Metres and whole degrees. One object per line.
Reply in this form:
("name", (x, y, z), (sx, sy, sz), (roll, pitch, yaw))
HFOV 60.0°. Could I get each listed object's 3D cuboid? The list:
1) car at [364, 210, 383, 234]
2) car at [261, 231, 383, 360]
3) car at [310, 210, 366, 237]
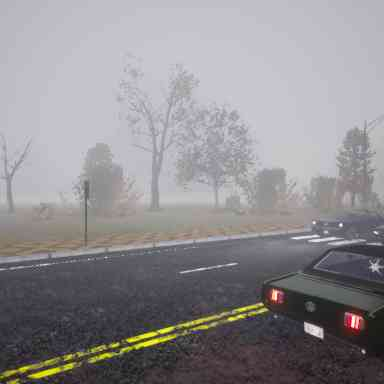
("car", (9.932, 1.544, 14.205), (5.357, 1.411, 2.033), (0, 0, -33))
("car", (3.494, 1.600, 5.795), (4.718, 1.301, 1.895), (0, 0, -35))
("car", (8.216, 1.597, 16.951), (4.718, 1.301, 1.895), (0, 0, -33))
